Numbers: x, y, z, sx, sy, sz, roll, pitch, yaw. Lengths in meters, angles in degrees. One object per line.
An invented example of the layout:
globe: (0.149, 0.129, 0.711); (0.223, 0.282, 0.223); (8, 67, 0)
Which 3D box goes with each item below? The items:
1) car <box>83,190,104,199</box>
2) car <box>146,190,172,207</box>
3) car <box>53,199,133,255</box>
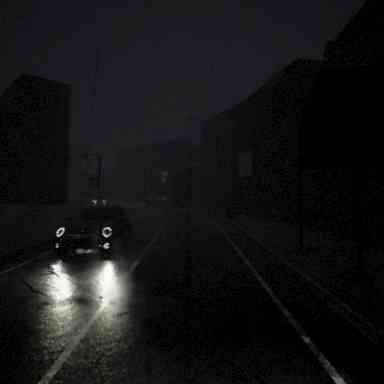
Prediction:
car: (-16.199, 0.430, 54.875); (1.882, 1.535, 5.008); (3, 1, -41)
car: (-4.249, 0.826, 42.325); (2.150, 2.045, 5.566); (1, 1, -21)
car: (-3.660, 1.327, 13.055); (2.097, 1.767, 4.553); (0, 0, -1)
